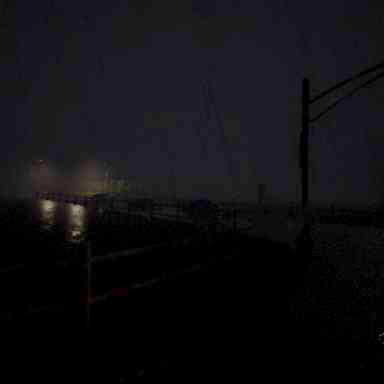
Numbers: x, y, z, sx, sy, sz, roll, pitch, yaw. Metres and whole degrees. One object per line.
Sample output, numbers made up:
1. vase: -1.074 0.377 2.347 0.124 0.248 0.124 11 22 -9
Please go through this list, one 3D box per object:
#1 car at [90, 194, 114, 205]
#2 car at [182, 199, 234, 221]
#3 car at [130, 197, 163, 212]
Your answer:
1. car: -11.902 0.965 43.827 1.812 1.442 4.674 1 0 -36
2. car: 1.201 1.322 25.453 1.882 1.535 5.008 1 0 -36
3. car: -4.609 1.228 33.589 1.994 1.385 4.181 1 0 -36
